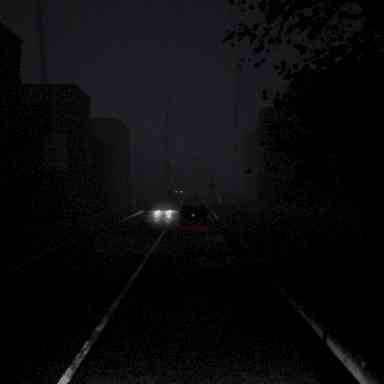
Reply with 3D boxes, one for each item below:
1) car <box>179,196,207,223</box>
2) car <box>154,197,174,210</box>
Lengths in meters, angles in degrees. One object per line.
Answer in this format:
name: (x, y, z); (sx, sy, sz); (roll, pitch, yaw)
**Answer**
car: (0.086, 1.334, 23.977); (1.882, 1.535, 5.008); (0, 0, 0)
car: (-3.115, 1.276, 37.318); (1.994, 1.385, 4.181); (0, 1, 0)
